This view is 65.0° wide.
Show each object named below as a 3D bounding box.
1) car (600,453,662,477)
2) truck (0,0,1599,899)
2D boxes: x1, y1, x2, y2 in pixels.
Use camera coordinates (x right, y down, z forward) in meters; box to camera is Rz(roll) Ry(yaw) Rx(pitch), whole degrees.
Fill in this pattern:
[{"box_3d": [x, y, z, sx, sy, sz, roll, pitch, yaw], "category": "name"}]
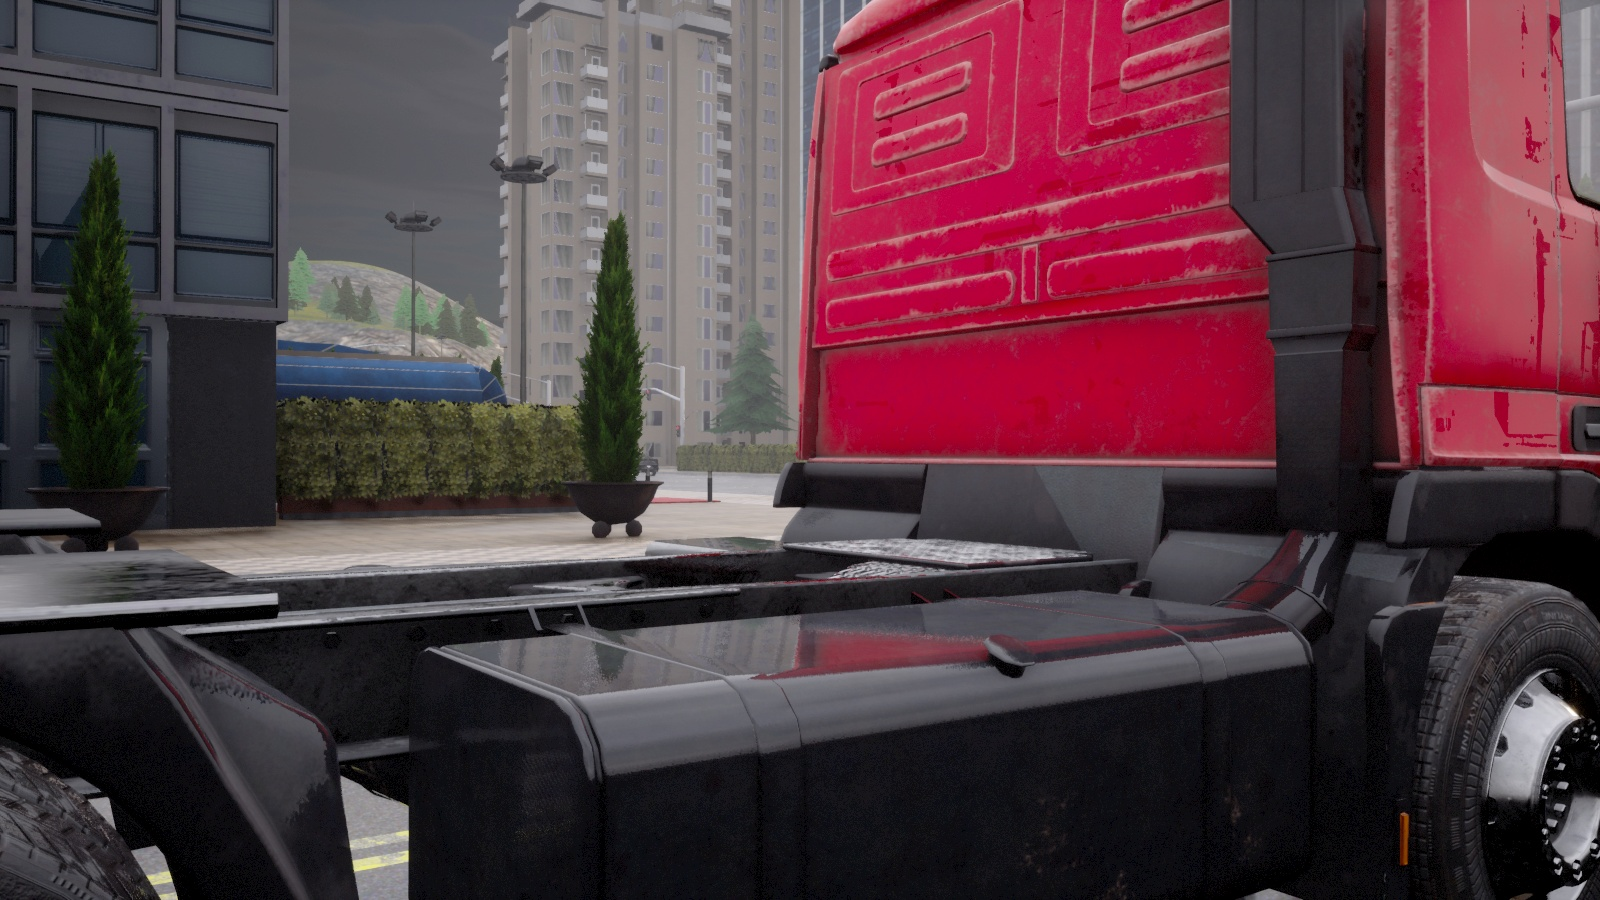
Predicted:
[{"box_3d": [-10.939, 0.944, 81.072, 1.882, 1.535, 5.008, 0, 0, -35], "category": "car"}, {"box_3d": [-0.663, -0.228, 3.201, 7.936, 3.462, 2.891, 0, 0, -35], "category": "truck"}]
